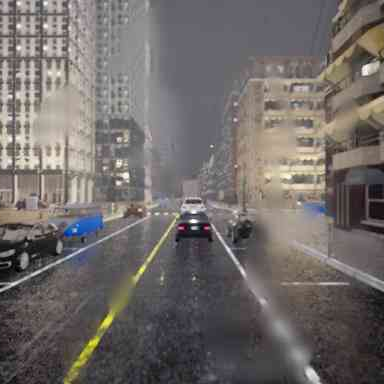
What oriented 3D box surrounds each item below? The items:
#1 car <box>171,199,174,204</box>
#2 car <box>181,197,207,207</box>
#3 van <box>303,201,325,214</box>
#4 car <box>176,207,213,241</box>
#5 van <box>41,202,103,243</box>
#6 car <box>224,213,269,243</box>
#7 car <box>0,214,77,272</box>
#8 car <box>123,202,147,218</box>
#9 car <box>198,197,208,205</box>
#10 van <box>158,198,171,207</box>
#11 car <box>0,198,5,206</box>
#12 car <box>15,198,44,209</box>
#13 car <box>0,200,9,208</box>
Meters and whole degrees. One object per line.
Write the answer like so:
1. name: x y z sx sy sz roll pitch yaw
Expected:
1. car: -5.717 2.418 88.134 1.752 1.417 4.829 0 -1 0
2. car: 0.096 1.534 31.716 2.150 2.045 5.566 0 -1 0
3. van: 16.917 2.142 44.366 3.998 1.788 1.690 1 -2 0
4. car: 0.096 1.719 17.671 2.033 1.411 5.357 0 -1 0
5. van: -5.696 1.504 16.686 1.690 1.788 3.998 0 -1 0
6. car: 2.685 1.714 16.686 2.008 1.369 4.403 0 -1 0
7. car: -5.694 1.659 11.035 2.008 1.369 4.403 0 -1 0
8. car: -5.701 1.771 33.630 1.967 1.590 4.097 0 -1 0
9. car: 2.665 2.151 82.760 2.192 1.841 5.009 0 -1 0
10. van: -5.710 2.002 66.104 1.690 1.788 3.998 0 -1 0
11. car: -32.378 1.503 52.760 4.206 1.307 1.802 1 -2 0
12. car: -21.144 1.507 44.411 4.097 1.590 1.967 1 -2 0
13. car: -26.721 1.541 44.394 4.206 1.307 1.802 1 -2 0
